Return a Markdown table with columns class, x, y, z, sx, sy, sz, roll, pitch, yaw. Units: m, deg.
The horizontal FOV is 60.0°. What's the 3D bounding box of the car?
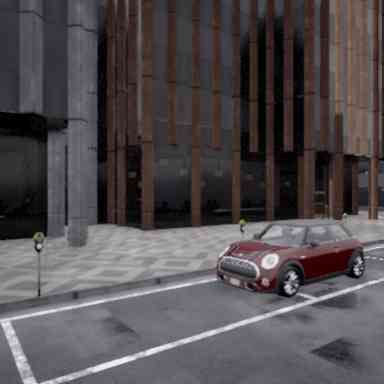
| class | x | y | z | sx | sy | sz | roll | pitch | yaw |
| --- | --- | --- | --- | --- | --- | --- | --- | --- | --- |
| car | 2.572 | 1.456 | 8.488 | 4.097 | 1.590 | 1.967 | 0 | 0 | -36 |
